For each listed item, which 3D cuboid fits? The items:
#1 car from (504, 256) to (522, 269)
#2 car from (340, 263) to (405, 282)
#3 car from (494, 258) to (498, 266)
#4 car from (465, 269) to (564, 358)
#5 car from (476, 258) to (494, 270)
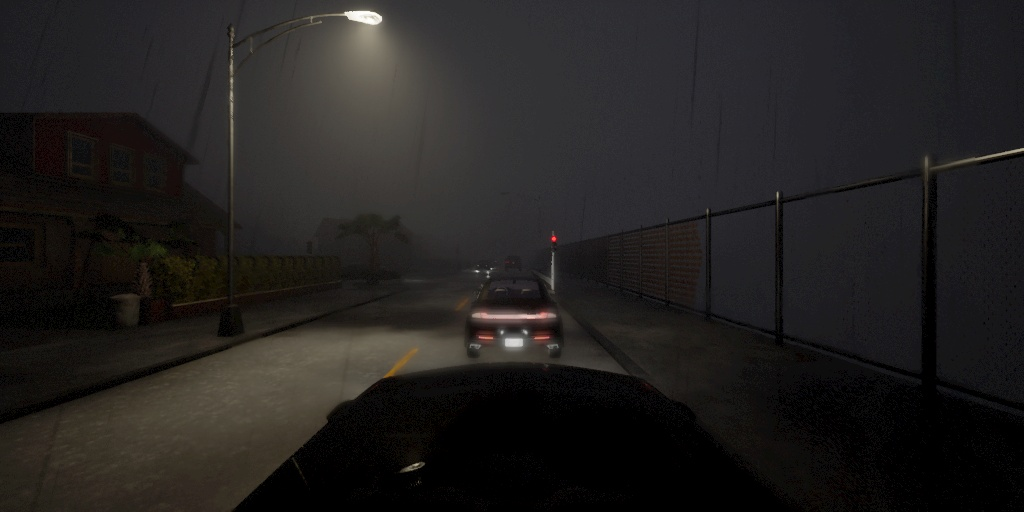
[{"bbox_3d":[0.159,0.971,49.323,2.150,2.045,5.566,0,0,0],"label":"car"},{"bbox_3d":[-11.435,1.298,28.753,5.357,1.411,2.033,0,0,-3],"label":"car"},{"bbox_3d":[-4.072,1.297,61.697,2.033,1.411,5.357,0,0,0],"label":"car"},{"bbox_3d":[0.055,1.242,8.445,2.128,1.511,4.902,0,0,0],"label":"car"},{"bbox_3d":[-4.092,1.255,51.831,1.837,1.490,4.892,0,0,0],"label":"car"}]
